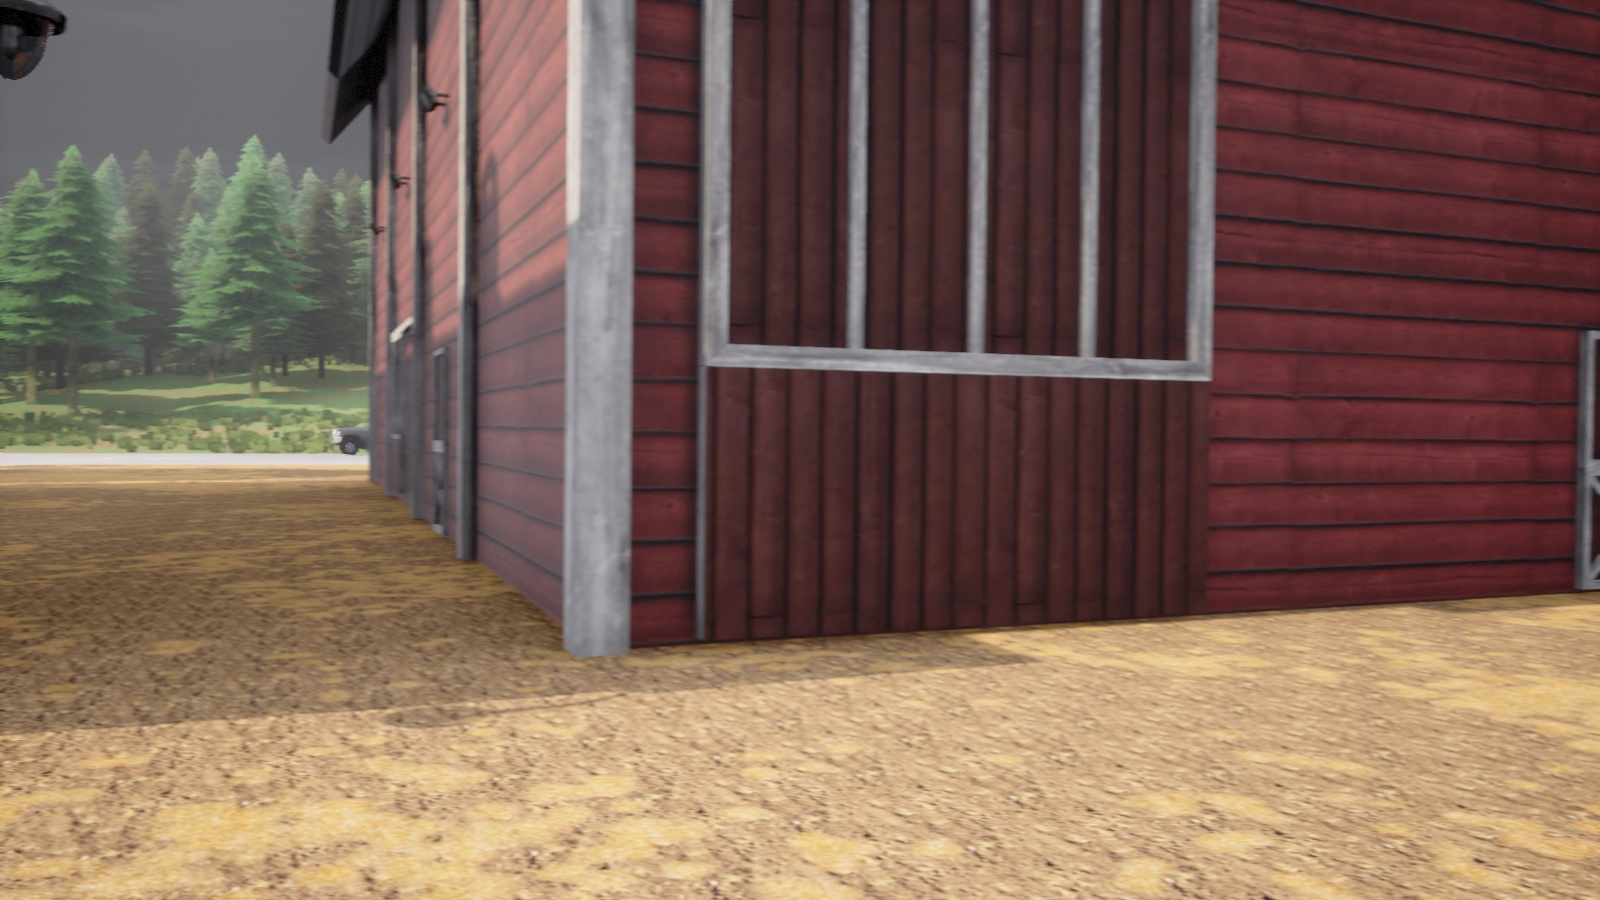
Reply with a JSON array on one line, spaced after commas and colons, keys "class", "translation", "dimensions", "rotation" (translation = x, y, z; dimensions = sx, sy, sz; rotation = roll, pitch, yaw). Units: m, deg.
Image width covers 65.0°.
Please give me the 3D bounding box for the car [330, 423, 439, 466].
[{"class": "car", "translation": [-18.929, -0.281, 57.242], "dimensions": [4.605, 1.855, 1.932], "rotation": [-1, 1, -21]}]
